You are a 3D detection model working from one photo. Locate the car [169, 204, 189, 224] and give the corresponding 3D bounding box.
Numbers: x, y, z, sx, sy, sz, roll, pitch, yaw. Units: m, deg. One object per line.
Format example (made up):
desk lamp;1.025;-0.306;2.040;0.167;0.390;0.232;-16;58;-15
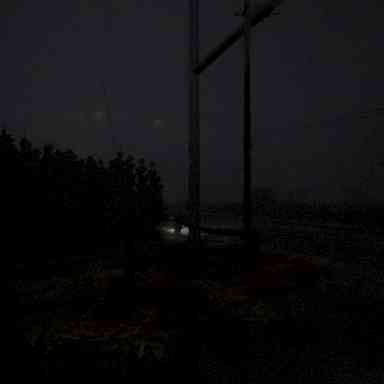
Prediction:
car;-2.151;1.514;23.390;2.033;1.411;5.357;0;0;-36
